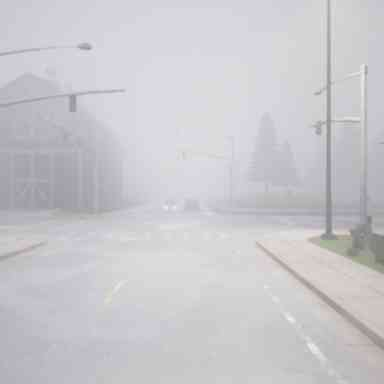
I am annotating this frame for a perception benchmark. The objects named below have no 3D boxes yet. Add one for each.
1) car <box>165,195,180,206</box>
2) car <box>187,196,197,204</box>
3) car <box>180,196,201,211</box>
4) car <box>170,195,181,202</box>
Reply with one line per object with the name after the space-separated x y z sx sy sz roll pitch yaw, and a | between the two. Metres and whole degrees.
-3.549 1.591 56.549 1.895 1.301 4.718 0 0 1 | car
0.003 1.539 65.832 2.033 1.411 5.357 0 0 0 | car
0.002 1.485 40.366 2.128 1.511 4.902 0 0 0 | car
-3.497 1.444 72.853 2.128 1.511 4.902 0 0 0 | car
